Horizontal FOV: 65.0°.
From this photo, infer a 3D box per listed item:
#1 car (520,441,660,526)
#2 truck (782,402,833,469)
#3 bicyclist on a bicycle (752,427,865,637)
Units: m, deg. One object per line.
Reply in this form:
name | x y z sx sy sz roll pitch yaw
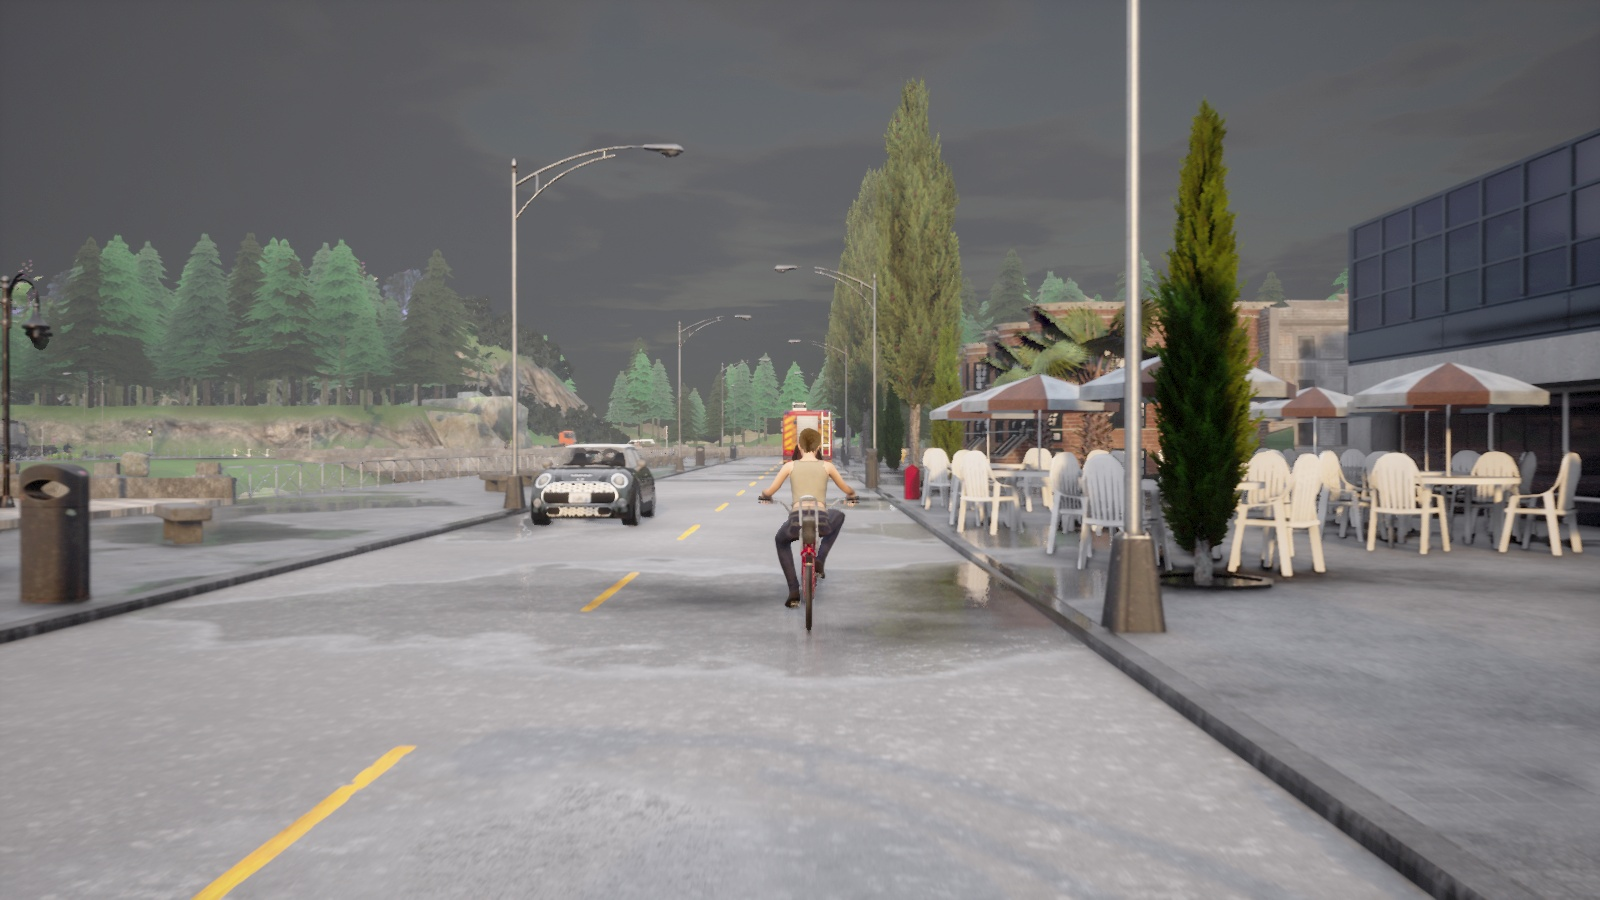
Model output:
car | -3.853 0.575 23.649 1.970 1.475 3.806 0 0 0
truck | 0.435 -0.845 75.739 2.891 3.827 8.468 0 0 0
bicyclist on a bicycle | 0.073 0.624 10.388 0.866 1.612 1.509 0 0 0
